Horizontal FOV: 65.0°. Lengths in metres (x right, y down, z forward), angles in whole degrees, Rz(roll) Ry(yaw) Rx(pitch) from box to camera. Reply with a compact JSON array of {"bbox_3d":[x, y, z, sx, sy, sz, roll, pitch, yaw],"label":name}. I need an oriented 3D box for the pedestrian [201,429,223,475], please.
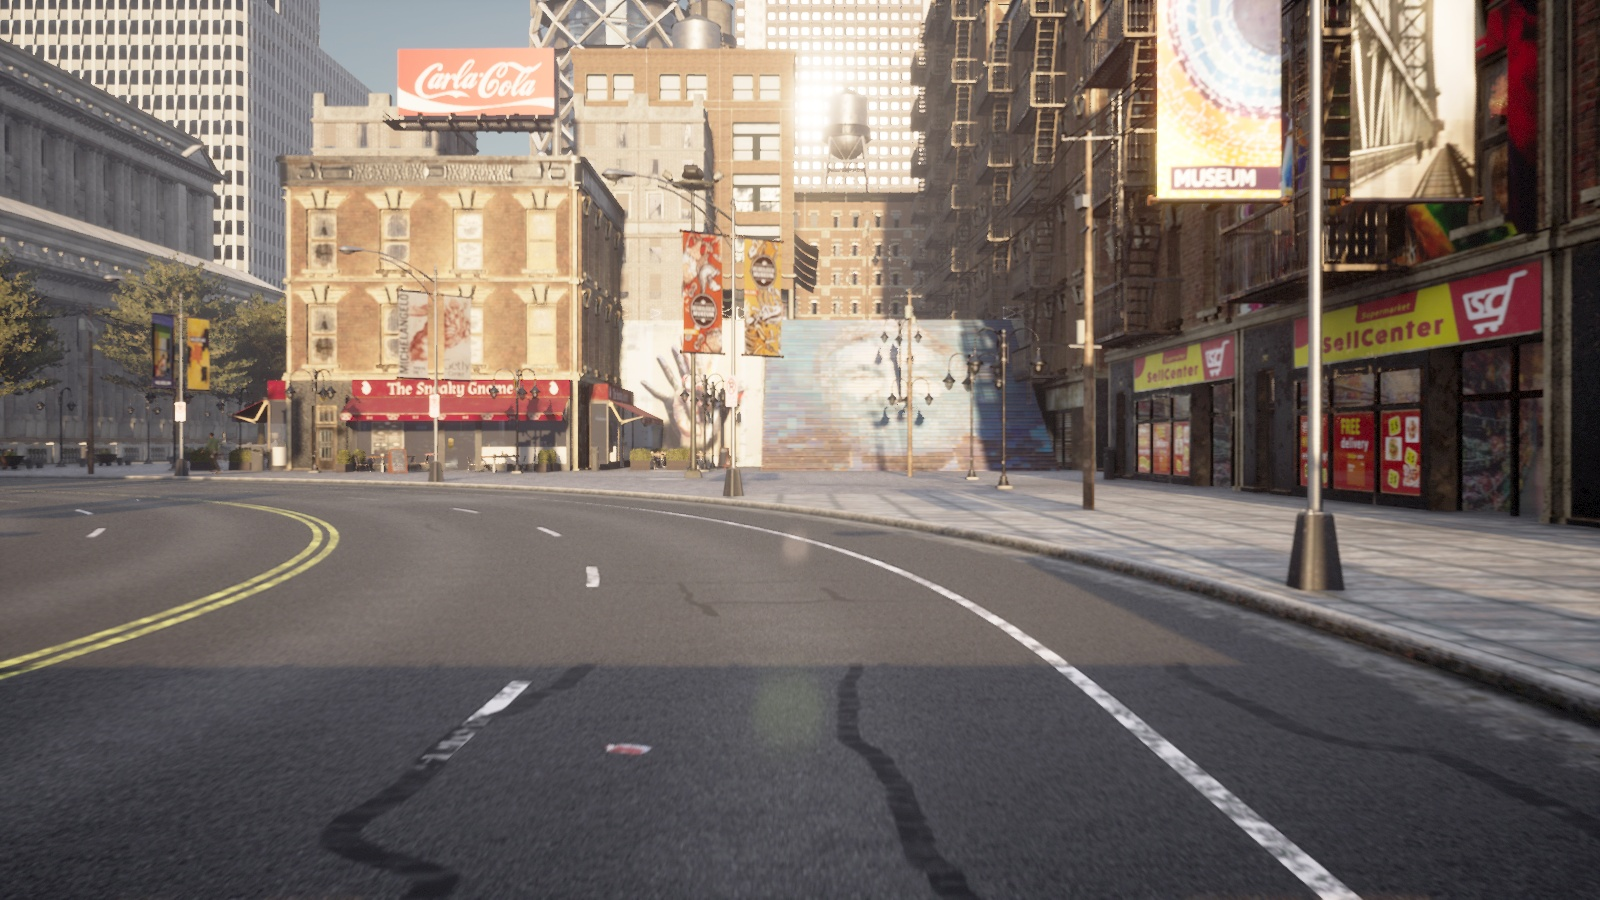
[{"bbox_3d":[-25.117,0.071,53.654,0.788,1.949,0.423,0,0,17],"label":"pedestrian"}]
